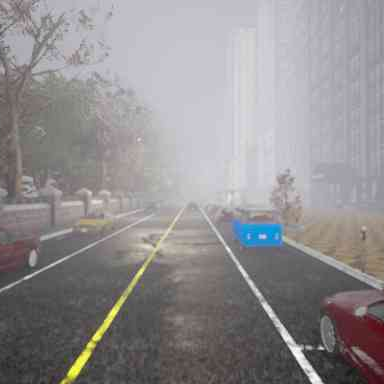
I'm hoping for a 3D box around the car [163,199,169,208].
[{"bbox_3d":[-5.681,2.043,59.560,1.967,1.590,4.097,0,-1,0],"label":"car"}]

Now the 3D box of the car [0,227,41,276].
[{"bbox_3d":[-5.688,1.630,8.872,1.887,1.381,4.507,0,-1,0],"label":"car"}]

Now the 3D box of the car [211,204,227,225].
[{"bbox_3d":[2.695,1.834,25.766,1.802,1.307,4.206,0,-1,0],"label":"car"}]

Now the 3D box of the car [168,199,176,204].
[{"bbox_3d":[-5.677,2.542,93.352,2.008,1.369,4.403,0,-1,0],"label":"car"}]

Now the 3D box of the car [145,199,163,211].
[{"bbox_3d":[-5.682,2.047,48.296,1.947,1.339,4.313,0,-1,0],"label":"car"}]

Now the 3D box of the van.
[{"bbox_3d":[2.694,1.481,14.506,1.690,1.788,3.998,0,-1,0],"label":"van"}]

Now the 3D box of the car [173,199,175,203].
[{"bbox_3d":[-5.678,2.443,82.087,1.802,1.307,4.206,0,-1,0],"label":"car"}]

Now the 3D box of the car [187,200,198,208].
[{"bbox_3d":[0.103,2.171,61.479,2.033,1.411,5.357,0,-1,0],"label":"car"}]

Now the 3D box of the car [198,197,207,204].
[{"bbox_3d":[2.704,2.241,87.721,2.192,1.841,5.009,0,-1,0],"label":"car"}]

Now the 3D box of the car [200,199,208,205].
[{"bbox_3d":[2.701,2.324,76.623,1.752,1.417,4.829,0,-1,0],"label":"car"}]

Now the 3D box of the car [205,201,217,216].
[{"bbox_3d":[2.697,1.948,37.031,1.802,1.307,4.206,0,-1,0],"label":"car"}]

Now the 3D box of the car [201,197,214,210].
[{"bbox_3d":[2.698,1.921,48.296,1.967,1.590,4.097,0,-1,0],"label":"car"}]

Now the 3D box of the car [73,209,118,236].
[{"bbox_3d":[-5.686,1.719,19.967,1.752,1.417,4.829,0,-1,0],"label":"car"}]

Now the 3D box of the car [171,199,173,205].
[{"bbox_3d":[-5.680,2.172,70.824,1.967,1.590,4.097,0,-1,0],"label":"car"}]

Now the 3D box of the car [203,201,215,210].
[{"bbox_3d":[2.698,2.123,53.926,1.802,1.307,4.206,0,-1,0],"label":"car"}]

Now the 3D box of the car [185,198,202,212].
[{"bbox_3d":[0.105,1.973,45.100,1.812,1.442,4.674,0,0,0],"label":"car"}]

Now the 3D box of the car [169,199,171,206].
[{"bbox_3d":[-5.681,2.233,65.190,1.947,1.339,4.313,0,-1,0],"label":"car"}]

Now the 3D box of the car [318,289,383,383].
[{"bbox_3d":[2.692,1.614,3.239,1.802,1.307,4.206,0,-1,0],"label":"car"}]
